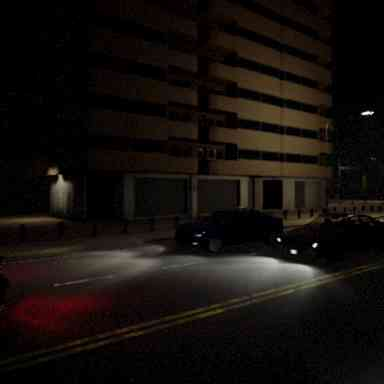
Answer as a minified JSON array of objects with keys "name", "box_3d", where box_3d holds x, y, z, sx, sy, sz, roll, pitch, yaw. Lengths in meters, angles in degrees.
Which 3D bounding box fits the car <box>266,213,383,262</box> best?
[{"name":"car","box_3d":[5.386,1.490,12.035,5.357,1.411,2.033,0,0,-35]}]

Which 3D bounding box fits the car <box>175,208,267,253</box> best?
[{"name":"car","box_3d":[1.635,1.431,13.685,5.008,1.535,1.882,0,0,-35]}]

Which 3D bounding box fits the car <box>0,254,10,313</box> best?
[{"name":"car","box_3d":[-5.273,1.514,4.519,4.892,1.490,1.837,0,0,-35]}]
